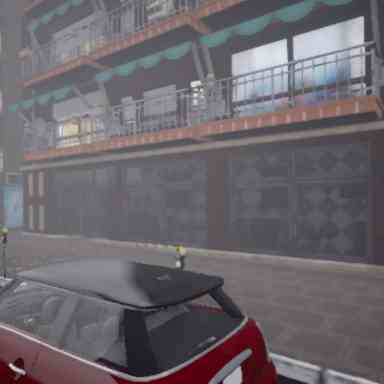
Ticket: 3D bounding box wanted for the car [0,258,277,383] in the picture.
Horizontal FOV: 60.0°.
[{"bbox_3d":[-1.272,1.471,3.642,4.097,1.590,1.967,-1,-1,36],"label":"car"}]
